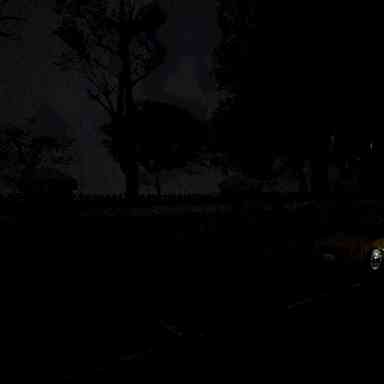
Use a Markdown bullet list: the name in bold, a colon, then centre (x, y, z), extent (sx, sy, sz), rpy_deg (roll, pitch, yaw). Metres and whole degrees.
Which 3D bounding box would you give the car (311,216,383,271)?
- **car**: centre (5.787, 1.474, 10.689), extent (4.829, 1.417, 1.752), rpy_deg (0, 0, -35)
